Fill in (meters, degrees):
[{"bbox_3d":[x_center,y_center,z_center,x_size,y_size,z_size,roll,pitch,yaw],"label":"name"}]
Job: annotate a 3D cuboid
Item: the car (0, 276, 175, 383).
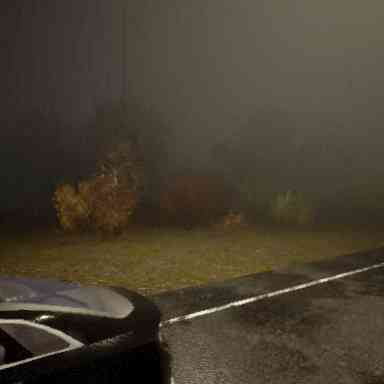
[{"bbox_3d":[-2.446,1.494,2.247,4.902,1.511,2.128,0,0,-35],"label":"car"}]
